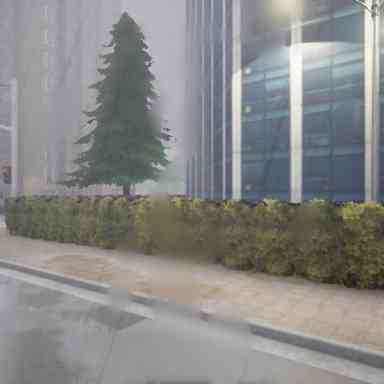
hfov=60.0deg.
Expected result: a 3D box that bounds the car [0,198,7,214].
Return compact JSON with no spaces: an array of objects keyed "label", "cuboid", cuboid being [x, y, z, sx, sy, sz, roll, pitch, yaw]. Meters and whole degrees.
[{"label":"car","cuboid":[-18.878,1.352,32.090,2.097,1.767,4.553,0,0,36]}]
